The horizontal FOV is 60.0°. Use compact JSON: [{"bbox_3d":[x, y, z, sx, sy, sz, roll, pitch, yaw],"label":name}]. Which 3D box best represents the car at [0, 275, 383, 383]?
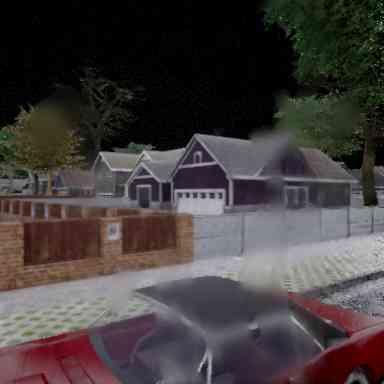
[{"bbox_3d":[-0.152,1.601,2.963,4.718,1.301,1.895,0,0,-35],"label":"car"}]
